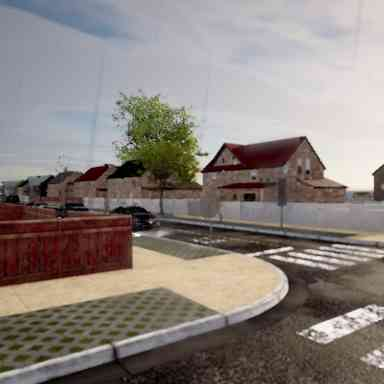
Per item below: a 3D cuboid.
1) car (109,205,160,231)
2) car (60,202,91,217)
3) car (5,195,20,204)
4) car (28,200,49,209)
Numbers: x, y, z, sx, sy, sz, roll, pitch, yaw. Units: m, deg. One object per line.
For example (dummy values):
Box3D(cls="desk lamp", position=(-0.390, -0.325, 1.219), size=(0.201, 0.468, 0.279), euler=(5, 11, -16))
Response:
Box3D(cls="car", position=(-3.995, 1.678, 22.435), size=(1.837, 1.490, 4.892), euler=(0, -1, -37))
Box3D(cls="car", position=(-11.377, 1.740, 32.301), size=(1.837, 1.490, 4.892), euler=(0, 0, -37))
Box3D(cls="car", position=(-41.619, 1.703, 77.414), size=(2.150, 2.045, 5.566), euler=(0, 0, -37))
Box3D(cls="car", position=(-20.919, 1.810, 45.192), size=(2.128, 1.511, 4.902), euler=(0, 0, -37))
